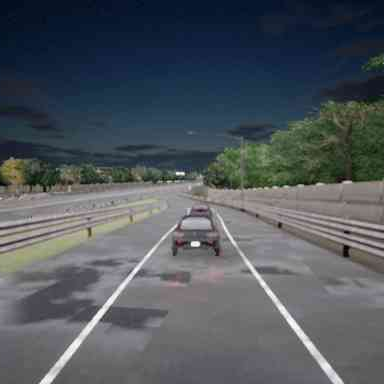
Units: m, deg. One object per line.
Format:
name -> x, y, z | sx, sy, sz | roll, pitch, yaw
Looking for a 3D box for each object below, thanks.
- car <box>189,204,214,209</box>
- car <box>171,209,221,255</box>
car -> 0.781, 1.754, 28.347 | 1.837, 1.490, 4.892 | 0, 0, 3
car -> 0.204, 1.646, 13.810 | 1.812, 1.442, 4.674 | 0, 0, 2
